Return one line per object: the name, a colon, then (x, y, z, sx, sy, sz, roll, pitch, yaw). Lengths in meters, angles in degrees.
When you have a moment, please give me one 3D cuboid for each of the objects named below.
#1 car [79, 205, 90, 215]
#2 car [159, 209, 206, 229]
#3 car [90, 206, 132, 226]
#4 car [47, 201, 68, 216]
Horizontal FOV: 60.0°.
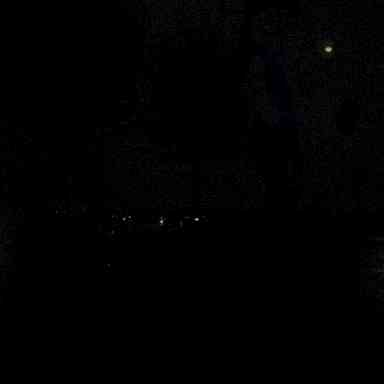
car: (-14.568, 2.391, 44.694, 2.033, 1.411, 5.357, 0, -1, -35)
car: (-0.812, 1.942, 25.047, 1.994, 1.385, 4.181, 0, -1, -35)
car: (-6.780, 1.986, 28.436, 1.837, 1.490, 4.892, 0, -1, -35)
car: (-17.630, 2.182, 44.101, 2.150, 2.045, 5.566, 0, -1, -35)
